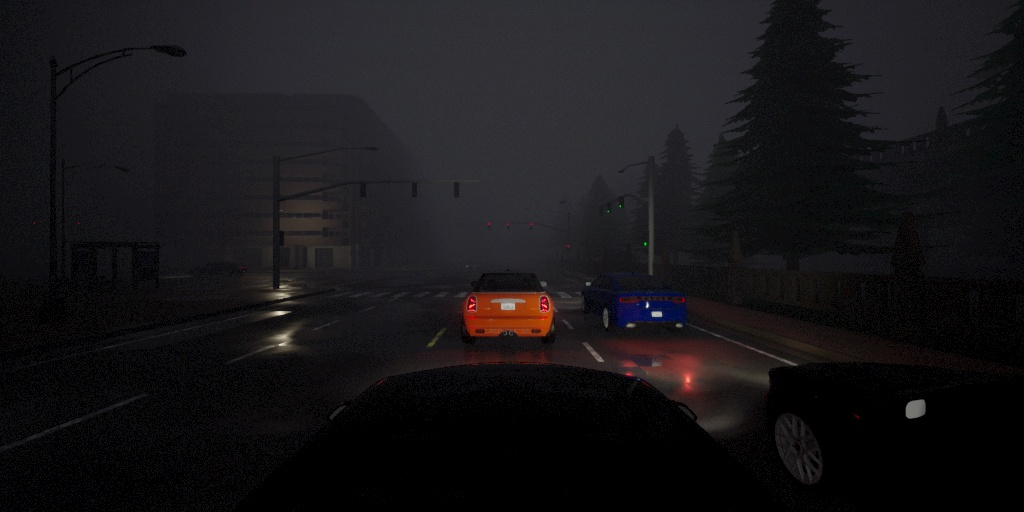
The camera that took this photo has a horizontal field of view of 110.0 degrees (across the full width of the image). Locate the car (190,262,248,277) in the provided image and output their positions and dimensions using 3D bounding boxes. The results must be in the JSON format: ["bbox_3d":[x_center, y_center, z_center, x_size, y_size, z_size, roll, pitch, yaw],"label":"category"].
[{"bbox_3d":[-29.088,1.310,35.616,4.892,1.490,1.837,0,0,-1],"label":"car"}]

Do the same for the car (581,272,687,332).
[{"bbox_3d":[3.418,1.228,10.957,1.882,1.535,5.008,0,0,0],"label":"car"}]

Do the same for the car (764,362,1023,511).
[{"bbox_3d":[3.288,1.228,1.431,1.882,1.535,5.008,0,0,3],"label":"car"}]

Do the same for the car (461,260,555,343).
[{"bbox_3d":[-0.081,1.102,9.813,2.097,1.767,4.553,0,0,0],"label":"car"}]
